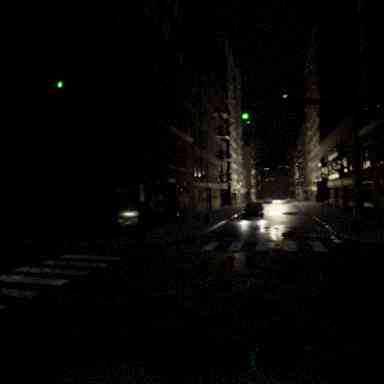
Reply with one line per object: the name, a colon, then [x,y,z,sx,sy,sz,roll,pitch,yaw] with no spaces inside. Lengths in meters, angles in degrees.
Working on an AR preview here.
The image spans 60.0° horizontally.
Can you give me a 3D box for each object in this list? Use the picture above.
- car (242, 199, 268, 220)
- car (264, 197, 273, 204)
car: [5.725,1.699,30.850,1.882,1.535,5.008,-2,-1,15]
car: [16.315,1.863,71.688,1.812,1.442,4.674,-2,-1,15]
